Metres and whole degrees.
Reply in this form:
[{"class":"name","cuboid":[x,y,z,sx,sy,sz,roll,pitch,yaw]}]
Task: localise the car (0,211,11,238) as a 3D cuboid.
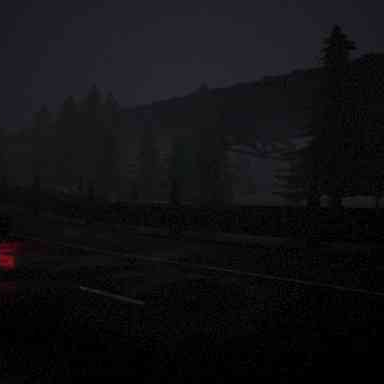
[{"class":"car","cuboid":[-10.457,1.355,15.749,4.892,1.490,1.837,3,2,36]}]
